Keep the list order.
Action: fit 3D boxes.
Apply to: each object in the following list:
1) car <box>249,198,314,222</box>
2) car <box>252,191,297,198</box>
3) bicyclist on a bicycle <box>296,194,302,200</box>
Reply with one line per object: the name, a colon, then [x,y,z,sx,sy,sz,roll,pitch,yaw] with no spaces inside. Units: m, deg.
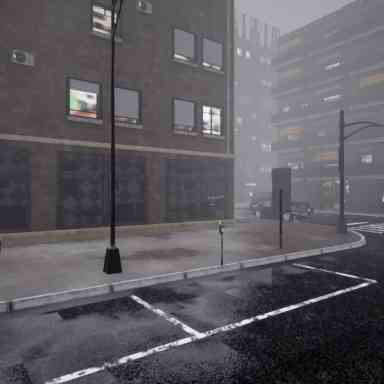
car: [6.298,1.342,24.197,2.008,1.369,4.403,1,0,-36]
car: [7.208,0.988,27.338,2.150,2.045,5.566,0,1,-36]
bicyclist on a bicycle: [11.563,1.011,36.210,1.656,1.620,0.582,0,1,-36]
